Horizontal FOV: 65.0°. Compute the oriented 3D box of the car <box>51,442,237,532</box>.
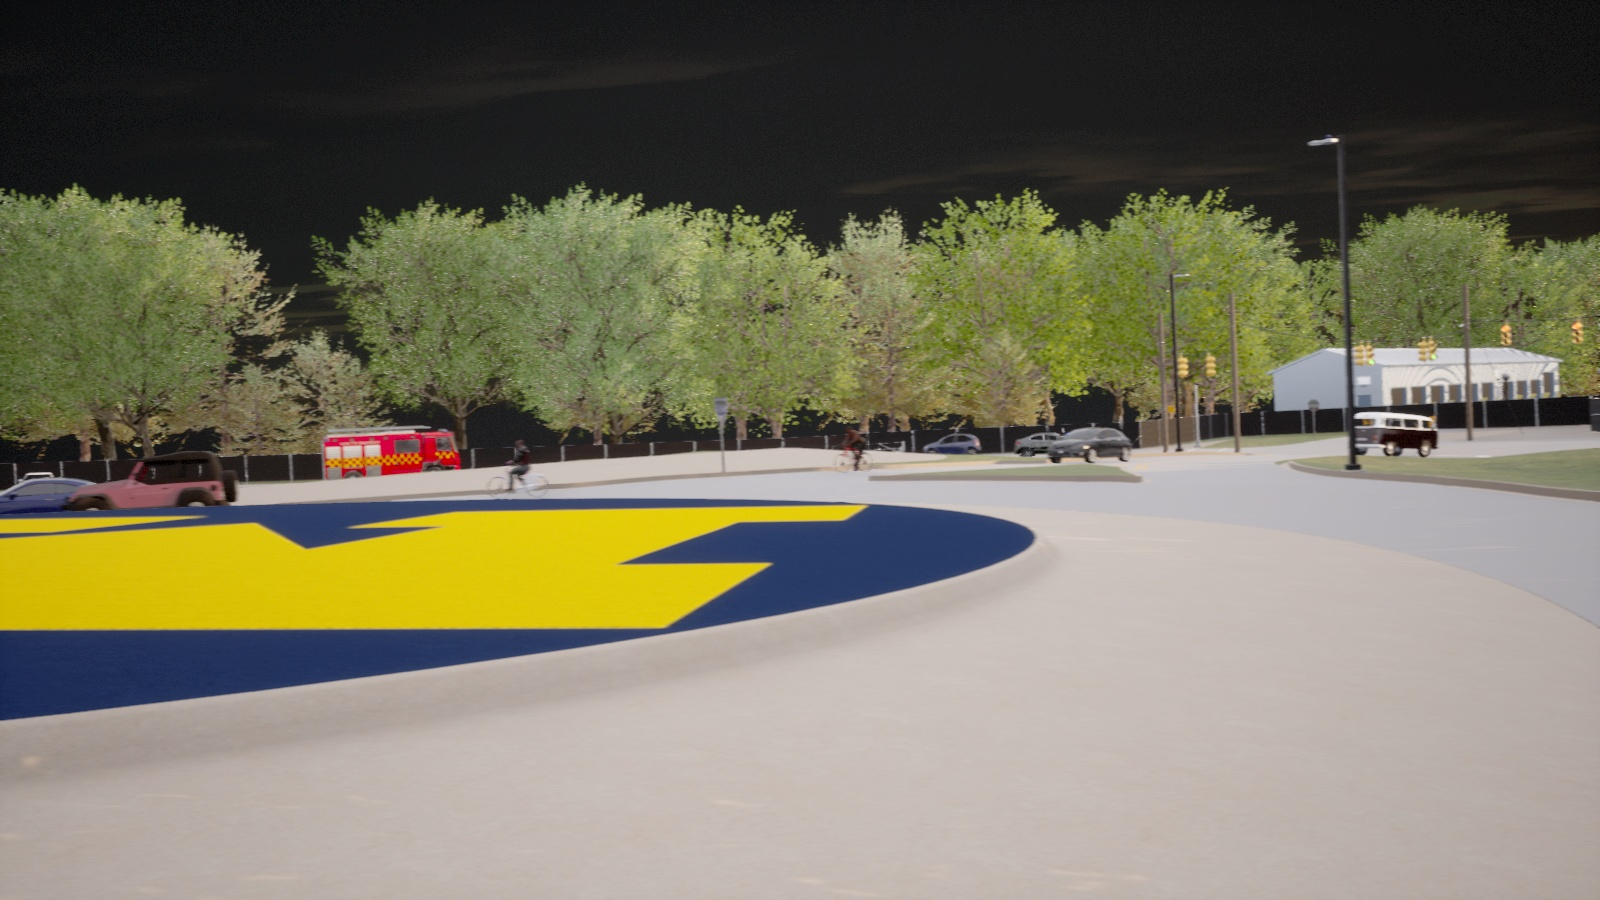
[{"bbox_3d":[-16.330,0.936,31.463,3.866,1.878,1.905,-3,-5,-21],"label":"car"}]

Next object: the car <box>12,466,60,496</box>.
[{"bbox_3d":[-40.349,1.589,66.422,1.970,1.475,3.806,-2,0,-29],"label":"car"}]

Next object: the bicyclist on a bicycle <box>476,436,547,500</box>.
[{"bbox_3d":[-8.563,0.522,37.371,1.843,1.776,0.659,-2,4,5],"label":"bicyclist on a bicycle"}]

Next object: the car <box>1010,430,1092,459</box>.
[{"bbox_3d":[16.214,-0.354,81.021,5.027,1.651,2.152,-1,3,15],"label":"car"}]

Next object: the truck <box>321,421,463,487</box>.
[{"bbox_3d":[-26.656,0.197,82.127,8.468,3.827,2.891,-3,3,-23],"label":"truck"}]

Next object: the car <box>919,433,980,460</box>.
[{"bbox_3d":[10.254,-0.256,86.049,3.988,1.617,1.851,-2,3,12],"label":"car"}]

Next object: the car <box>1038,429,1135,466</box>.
[{"bbox_3d":[12.119,-0.109,52.949,1.837,1.490,4.892,-1,0,42],"label":"car"}]

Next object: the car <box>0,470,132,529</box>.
[{"bbox_3d":[-20.936,1.338,34.323,4.674,1.442,1.812,-1,1,-30],"label":"car"}]

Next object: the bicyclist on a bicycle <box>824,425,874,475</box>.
[{"bbox_3d":[1.680,-0.008,42.717,1.656,1.620,0.582,-2,1,-35],"label":"bicyclist on a bicycle"}]

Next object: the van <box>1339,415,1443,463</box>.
[{"bbox_3d":[27.942,-0.510,59.394,4.480,2.038,2.069,2,0,-27],"label":"van"}]
